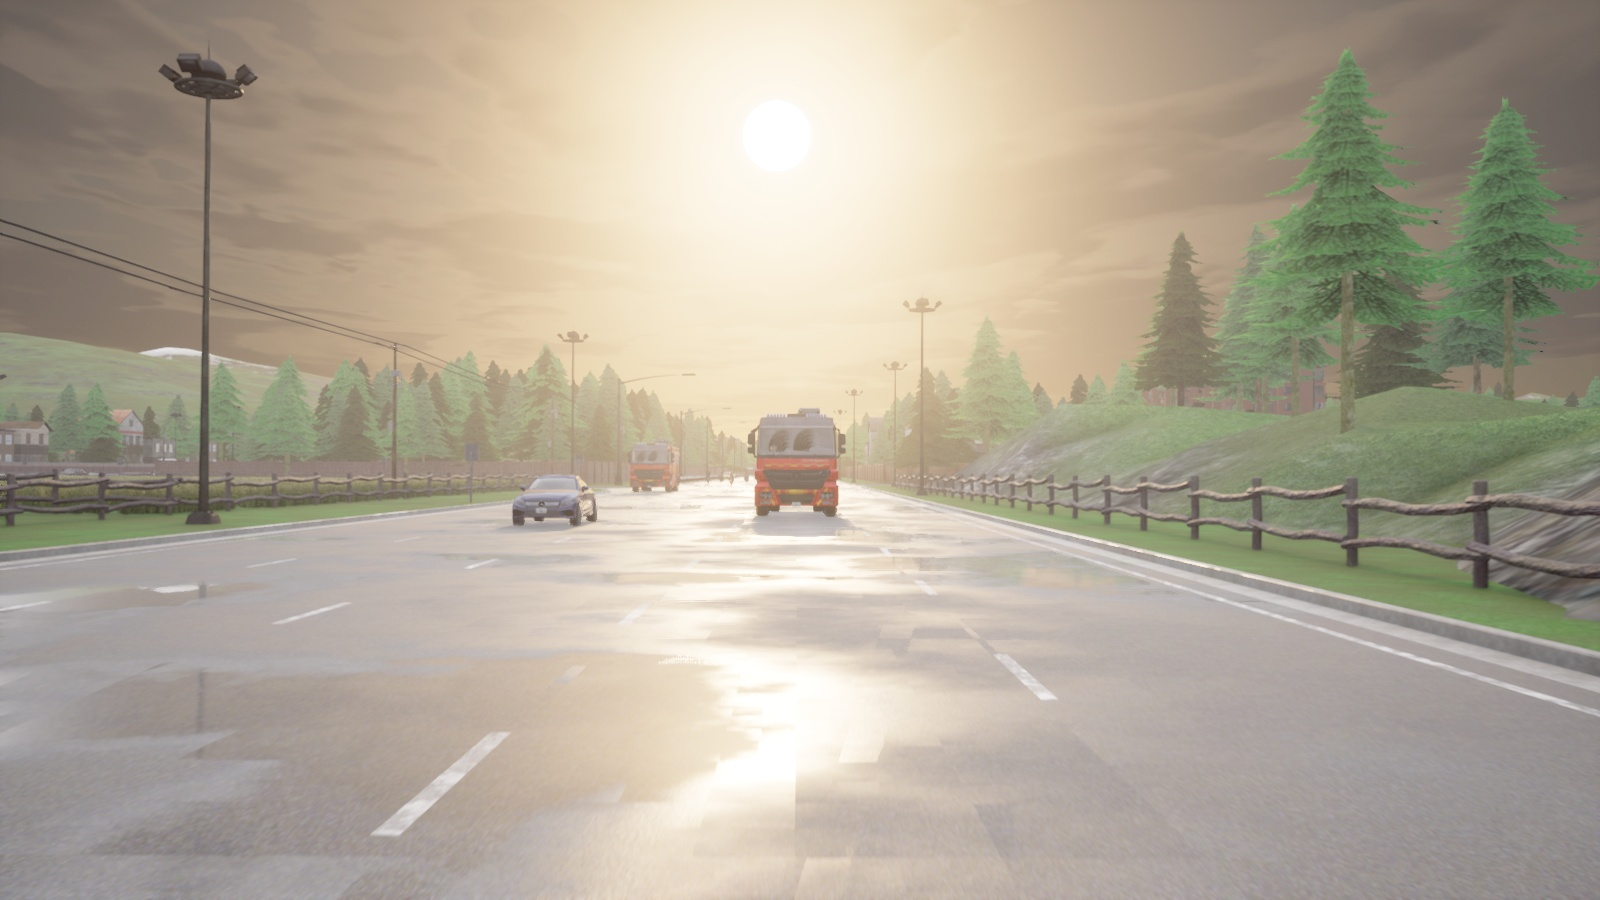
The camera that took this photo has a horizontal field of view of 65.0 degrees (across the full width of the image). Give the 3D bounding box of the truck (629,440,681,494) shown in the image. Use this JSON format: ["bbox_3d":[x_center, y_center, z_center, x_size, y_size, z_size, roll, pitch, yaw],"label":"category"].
[{"bbox_3d":[-10.734,1.274,93.464,2.891,3.827,8.468,0,-1,0],"label":"truck"}]

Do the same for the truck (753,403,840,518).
[{"bbox_3d":[-0.119,0.431,46.159,2.891,3.827,8.468,0,-1,0],"label":"truck"}]

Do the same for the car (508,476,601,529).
[{"bbox_3d":[-7.090,1.490,36.738,1.812,1.442,4.674,0,-1,0],"label":"car"}]
